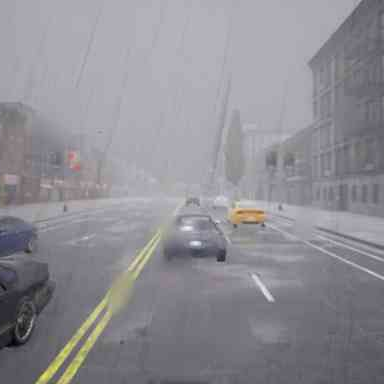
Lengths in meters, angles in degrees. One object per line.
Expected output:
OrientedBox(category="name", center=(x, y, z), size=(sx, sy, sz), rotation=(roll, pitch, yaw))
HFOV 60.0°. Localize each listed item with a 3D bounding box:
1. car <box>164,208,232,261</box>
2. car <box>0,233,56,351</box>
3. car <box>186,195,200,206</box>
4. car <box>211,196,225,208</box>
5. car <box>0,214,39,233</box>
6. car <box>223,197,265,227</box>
OrientedBox(category="car", center=(0.098, 1.486, 11.917), size=(1.994, 1.385, 4.181), rotation=(0, 0, 0))
OrientedBox(category="car", center=(-3.316, 1.526, 3.521), size=(2.033, 1.411, 5.357), rotation=(0, 0, 0))
OrientedBox(category="car", center=(0.090, 1.154, 46.469), size=(1.837, 1.490, 4.892), rotation=(0, 0, 0))
OrientedBox(category="car", center=(3.343, 1.219, 38.864), size=(1.812, 1.442, 4.674), rotation=(0, 1, 0))
OrientedBox(category="car", center=(-6.508, 1.457, 10.435), size=(1.812, 1.442, 4.674), rotation=(0, 0, 0))
OrientedBox(category="car", center=(3.345, 1.320, 21.288), size=(1.882, 1.535, 5.008), rotation=(0, 1, 0))
